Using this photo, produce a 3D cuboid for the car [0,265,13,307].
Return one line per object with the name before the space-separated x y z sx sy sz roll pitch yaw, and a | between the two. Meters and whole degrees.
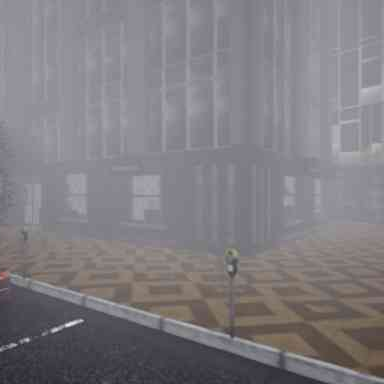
car | -5.153 1.597 6.555 4.206 1.307 1.802 0 0 36
